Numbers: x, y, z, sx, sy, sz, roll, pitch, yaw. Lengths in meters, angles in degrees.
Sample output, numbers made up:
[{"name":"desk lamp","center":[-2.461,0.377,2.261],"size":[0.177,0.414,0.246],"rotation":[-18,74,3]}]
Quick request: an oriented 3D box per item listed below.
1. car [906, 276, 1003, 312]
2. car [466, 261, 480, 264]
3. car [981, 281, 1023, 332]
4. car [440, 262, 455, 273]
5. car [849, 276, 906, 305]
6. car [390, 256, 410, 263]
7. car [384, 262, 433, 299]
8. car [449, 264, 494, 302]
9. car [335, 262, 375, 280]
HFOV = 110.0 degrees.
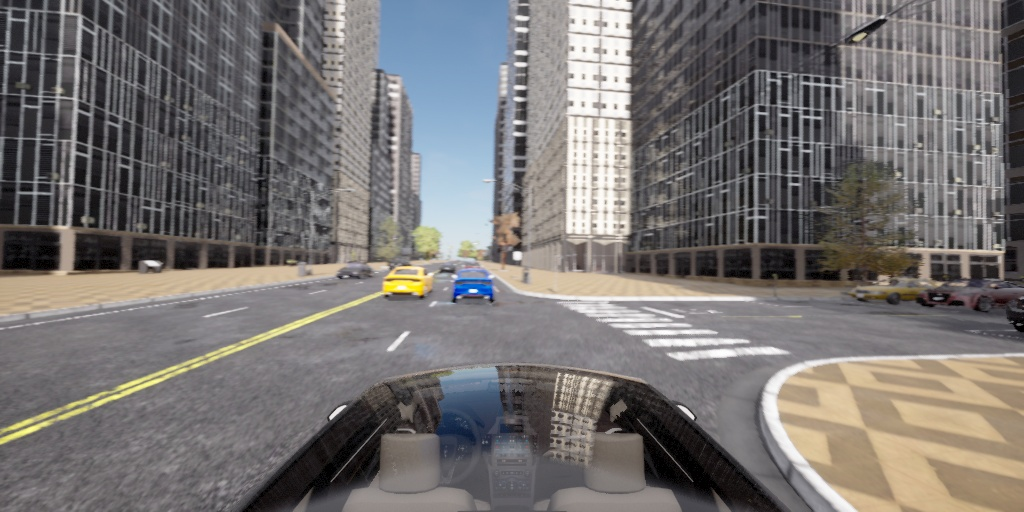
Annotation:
[{"name":"car","center":[20.631,1.702,15.926],"size":[4.181,1.385,1.994],"rotation":[1,-1,-7]},{"name":"car","center":[-4.081,1.342,37.276],"size":[2.097,1.767,4.553],"rotation":[1,-1,-6]},{"name":"car","center":[15.693,1.474,9.464],"size":[4.403,1.370,2.007],"rotation":[0,0,-7]},{"name":"car","center":[-8.562,1.550,48.091],"size":[1.994,1.385,4.181],"rotation":[1,-1,-6]},{"name":"car","center":[20.002,1.720,18.444],"size":[4.829,1.417,1.751],"rotation":[0,0,-7]},{"name":"car","center":[-15.386,1.058,49.400],"size":[2.150,2.045,5.566],"rotation":[1,0,-6]},{"name":"car","center":[-5.287,1.294,18.780],"size":[1.882,1.535,5.008],"rotation":[2,0,-6]},{"name":"car","center":[-1.935,1.368,17.899],"size":[1.882,1.535,5.008],"rotation":[1,-1,-6]},{"name":"car","center":[-13.385,1.261,30.974],"size":[2.033,1.411,5.357],"rotation":[1,-1,-6]}]
